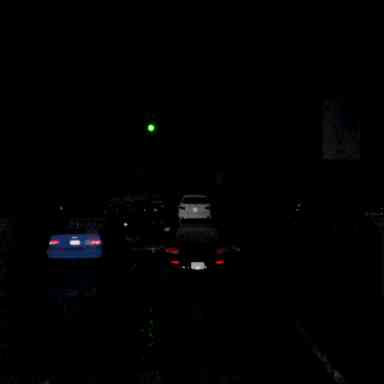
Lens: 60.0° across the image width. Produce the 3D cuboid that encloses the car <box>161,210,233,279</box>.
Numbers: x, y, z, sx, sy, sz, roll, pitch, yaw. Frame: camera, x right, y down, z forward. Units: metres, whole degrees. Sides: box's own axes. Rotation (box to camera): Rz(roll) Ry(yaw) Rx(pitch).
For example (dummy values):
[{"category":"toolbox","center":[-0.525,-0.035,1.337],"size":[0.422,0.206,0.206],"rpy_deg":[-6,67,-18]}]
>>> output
[{"category":"car","center":[0.133,1.500,9.883],"size":[1.812,1.442,4.674],"rpy_deg":[0,0,0]}]

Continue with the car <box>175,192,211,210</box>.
[{"category":"car","center":[0.175,1.154,23.451],"size":[2.150,2.045,5.566],"rpy_deg":[0,0,0]}]

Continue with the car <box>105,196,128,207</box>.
[{"category":"car","center":[-10.433,1.392,45.119],"size":[1.812,1.442,4.674],"rpy_deg":[0,0,0]}]

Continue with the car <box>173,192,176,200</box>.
[{"category":"car","center":[-3.259,1.104,75.143],"size":[2.033,1.411,5.357],"rpy_deg":[0,1,0]}]

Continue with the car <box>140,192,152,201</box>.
[{"category":"car","center":[-10.263,0.929,74.282],"size":[2.097,1.767,4.553],"rpy_deg":[0,1,0]}]

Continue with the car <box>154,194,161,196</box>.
[{"category":"car","center":[-6.843,1.394,54.722],"size":[1.994,1.385,4.181],"rpy_deg":[0,0,1]}]

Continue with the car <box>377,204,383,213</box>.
[{"category":"car","center":[20.749,1.462,33.058],"size":[4.181,1.385,1.994],"rpy_deg":[0,0,-3]}]

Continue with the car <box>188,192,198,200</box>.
[{"category":"car","center":[0.240,0.911,75.866],"size":[2.097,1.767,4.553],"rpy_deg":[0,1,0]}]

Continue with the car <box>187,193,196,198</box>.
[{"category":"car","center":[-0.117,0.925,85.935],"size":[1.895,1.301,4.718],"rpy_deg":[0,1,-4]}]

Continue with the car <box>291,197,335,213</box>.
[{"category":"car","center":[12.117,1.253,32.599],"size":[4.553,1.767,2.097],"rpy_deg":[0,0,-3]}]

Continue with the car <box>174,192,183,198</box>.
[{"category":"car","center":[-3.608,0.721,85.671],"size":[1.882,1.535,5.008],"rpy_deg":[0,1,-8]}]

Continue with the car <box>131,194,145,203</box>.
[{"category":"car","center":[-10.285,1.225,64.091],"size":[1.882,1.535,5.008],"rpy_deg":[0,1,0]}]

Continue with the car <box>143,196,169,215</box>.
[{"category":"car","center":[-3.293,1.431,32.298],"size":[1.812,1.442,4.674],"rpy_deg":[0,0,0]}]

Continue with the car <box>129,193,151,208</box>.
[{"category":"car","center":[-6.927,1.341,45.735],"size":[1.882,1.535,5.008],"rpy_deg":[0,0,1]}]

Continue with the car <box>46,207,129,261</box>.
[{"category":"car","center":[-3.543,1.515,12.188],"size":[2.033,1.411,5.357],"rpy_deg":[0,0,-3]}]

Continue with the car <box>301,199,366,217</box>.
[{"category":"car","center":[12.451,1.513,29.112],"size":[4.718,1.301,1.895],"rpy_deg":[0,0,-3]}]
